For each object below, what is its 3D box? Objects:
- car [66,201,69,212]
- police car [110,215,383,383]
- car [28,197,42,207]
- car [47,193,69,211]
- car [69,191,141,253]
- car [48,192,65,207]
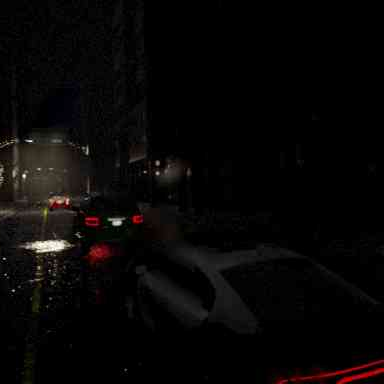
[{"bbox_3d":[-5.980,1.405,19.173,1.837,1.490,4.892,-2,1,-24],"label":"car"},{"bbox_3d":[0.364,1.353,4.604,1.930,1.638,5.238,-2,1,-24],"label":"police car"},{"bbox_3d":[-24.559,1.514,52.055,2.033,1.411,5.357,-2,1,-24],"label":"car"},{"bbox_3d":[-15.631,1.252,39.169,2.097,1.767,4.553,-2,1,-23],"label":"car"},{"bbox_3d":[-3.602,1.134,13.696,2.150,2.045,5.566,-2,1,-24],"label":"car"},{"bbox_3d":[-20.836,1.114,51.000,2.150,2.045,5.566,-2,1,-24],"label":"car"}]
